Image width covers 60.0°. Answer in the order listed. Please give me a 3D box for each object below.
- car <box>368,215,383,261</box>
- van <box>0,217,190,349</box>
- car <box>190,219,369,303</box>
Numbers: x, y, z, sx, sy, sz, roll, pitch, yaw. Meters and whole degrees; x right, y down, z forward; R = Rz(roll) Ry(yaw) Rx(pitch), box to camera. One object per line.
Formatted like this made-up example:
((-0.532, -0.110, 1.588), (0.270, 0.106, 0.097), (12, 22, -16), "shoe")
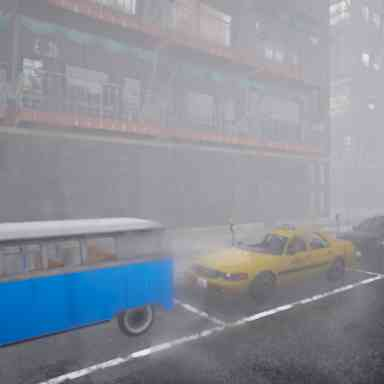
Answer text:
((6.780, 1.505, 11.454), (4.313, 1.339, 1.947), (0, 0, -36), "car")
((-2.185, 1.335, 5.000), (3.998, 1.788, 1.690), (0, 0, -36), "van")
((2.160, 1.492, 8.128), (4.829, 1.417, 1.752), (0, 0, -36), "car")
